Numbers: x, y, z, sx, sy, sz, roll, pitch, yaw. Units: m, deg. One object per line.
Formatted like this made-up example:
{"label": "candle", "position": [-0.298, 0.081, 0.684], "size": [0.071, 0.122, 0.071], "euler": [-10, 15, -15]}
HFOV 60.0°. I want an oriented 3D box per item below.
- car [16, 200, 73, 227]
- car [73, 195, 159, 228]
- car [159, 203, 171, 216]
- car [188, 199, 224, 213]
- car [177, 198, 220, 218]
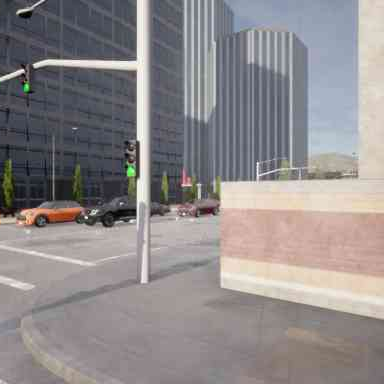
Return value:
{"label": "car", "position": [-9.701, 1.407, 23.169], "size": [2.097, 1.767, 4.553], "euler": [0, 0, 36]}
{"label": "car", "position": [-5.145, 1.277, 23.516], "size": [2.150, 2.045, 5.566], "euler": [0, 0, 36]}
{"label": "car", "position": [-4.175, 1.603, 30.864], "size": [2.033, 1.411, 5.357], "euler": [0, 0, 36]}
{"label": "car", "position": [1.750, 1.560, 39.094], "size": [1.837, 1.490, 4.892], "euler": [0, 0, 36]}
{"label": "car", "position": [0.584, 1.407, 31.485], "size": [2.097, 1.767, 4.553], "euler": [0, 0, 36]}
